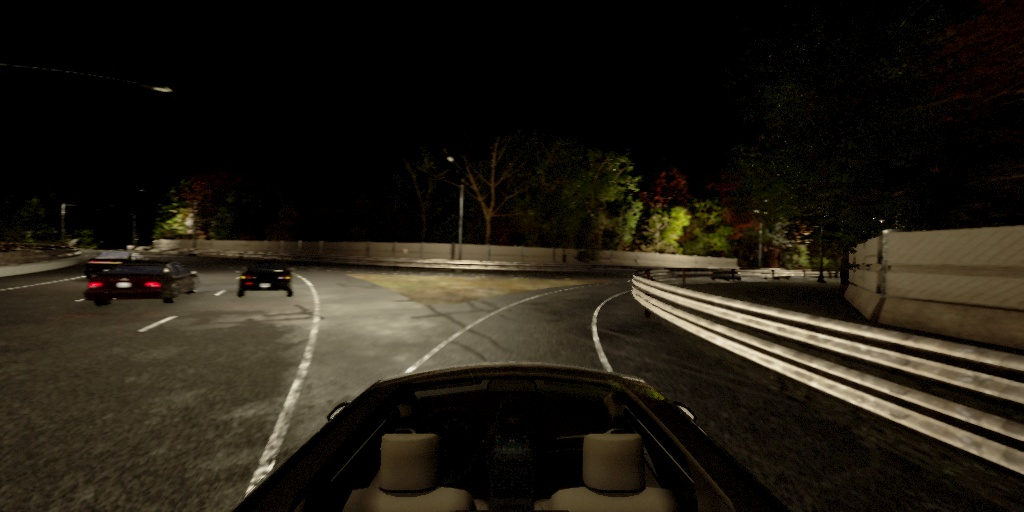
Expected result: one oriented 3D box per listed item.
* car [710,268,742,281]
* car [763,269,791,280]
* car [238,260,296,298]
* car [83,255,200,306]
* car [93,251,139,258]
[{"bbox_3d":[25.161,2.170,42.160,4.181,1.385,1.994,2,0,-33],"label":"car"},{"bbox_3d":[36.714,2.546,49.734,5.357,1.411,2.033,2,0,-33],"label":"car"},{"bbox_3d":[-10.647,0.916,15.692,1.812,1.442,4.674,2,0,-32],"label":"car"},{"bbox_3d":[-12.829,0.863,12.794,2.033,1.411,5.357,2,0,-31],"label":"car"},{"bbox_3d":[-22.094,0.494,20.238,2.128,1.511,4.902,2,0,-37],"label":"car"}]
